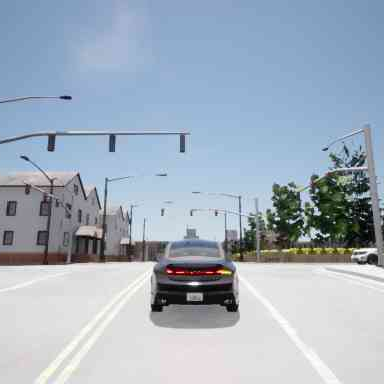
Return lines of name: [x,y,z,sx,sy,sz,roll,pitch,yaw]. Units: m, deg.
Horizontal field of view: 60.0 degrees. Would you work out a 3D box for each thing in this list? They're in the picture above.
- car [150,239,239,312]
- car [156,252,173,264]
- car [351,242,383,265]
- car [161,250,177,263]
car: [0.059,1.986,8.597,1.837,1.490,4.892,0,-7,0]
car: [-3.650,8.890,44.541,1.812,1.442,4.674,0,-12,0]
car: [16.841,5.317,28.812,5.566,2.045,2.150,0,-12,1]
car: [-3.661,10.549,54.051,2.150,2.045,5.566,0,-12,0]
